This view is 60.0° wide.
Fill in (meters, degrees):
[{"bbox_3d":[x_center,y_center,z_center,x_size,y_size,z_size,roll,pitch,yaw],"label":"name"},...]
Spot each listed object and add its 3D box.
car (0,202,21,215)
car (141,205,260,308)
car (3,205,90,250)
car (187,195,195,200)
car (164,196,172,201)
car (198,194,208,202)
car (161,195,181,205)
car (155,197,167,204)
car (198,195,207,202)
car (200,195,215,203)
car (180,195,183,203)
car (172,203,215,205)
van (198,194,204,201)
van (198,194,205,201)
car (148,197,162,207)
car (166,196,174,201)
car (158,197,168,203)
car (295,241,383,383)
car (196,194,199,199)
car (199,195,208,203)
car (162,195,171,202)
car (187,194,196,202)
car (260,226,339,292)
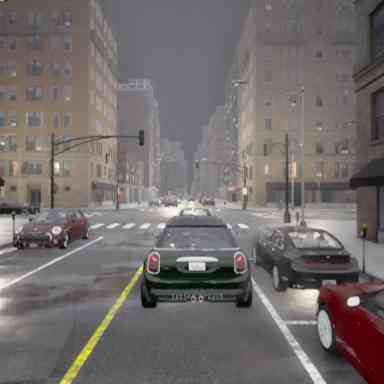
[{"bbox_3d":[-16.315,1.528,30.247,4.718,1.301,1.895,0,0,0],"label":"car"},{"bbox_3d":[0.068,1.354,8.094,2.097,1.767,4.553,0,0,-1],"label":"car"},{"bbox_3d":[-5.815,1.443,14.209,1.967,1.590,4.097,0,0,0],"label":"car"},{"bbox_3d":[-0.259,1.532,90.105,1.994,1.385,4.181,0,0,0],"label":"car"},{"bbox_3d":[-6.082,1.711,85.619,1.802,1.307,4.206,0,0,0],"label":"car"},{"bbox_3d":[2.595,1.587,63.811,1.752,1.417,4.829,0,0,0],"label":"car"},{"bbox_3d":[-3.073,1.583,50.245,2.033,1.411,5.357,0,0,-1],"label":"car"},{"bbox_3d":[-5.929,1.605,63.587,1.887,1.381,4.507,0,0,0],"label":"car"},{"bbox_3d":[2.482,1.550,80.161,1.967,1.590,4.097,0,0,0],"label":"car"},{"bbox_3d":[2.673,1.584,52.627,1.887,1.381,4.507,0,0,0],"label":"car"},{"bbox_3d":[-3.125,1.654,60.063,1.895,1.301,4.718,0,0,0],"label":"car"},{"bbox_3d":[0.137,1.495,15.400,2.128,1.511,4.902,0,0,0],"label":"car"},{"bbox_3d":[2.405,1.493,91.176,1.690,1.788,3.998,0,0,0],"label":"van"},{"bbox_3d":[2.444,1.471,85.670,1.690,1.788,3.998,0,0,0],"label":"van"},{"bbox_3d":[-5.852,1.589,52.571,2.008,1.369,4.403,0,0,0],"label":"car"},{"bbox_3d":[-6.121,1.717,91.127,1.947,1.339,4.313,0,0,0],"label":"car"},{"bbox_3d":[-5.968,1.657,69.095,1.802,1.307,4.206,0,0,0],"label":"car"},{"bbox_3d":[2.683,1.545,3.208,1.887,1.381,4.507,0,0,0],"label":"car"},{"bbox_3d":[2.559,1.391,69.148,2.192,1.841,5.009,0,0,0],"label":"car"},{"bbox_3d":[2.520,1.532,74.655,1.967,1.590,4.097,0,0,0],"label":"car"},{"bbox_3d":[-6.043,1.549,80.111,1.967,1.590,4.097,0,0,0],"label":"car"},{"bbox_3d":[-0.189,1.697,80.130,1.895,1.301,4.718,0,0,0],"label":"car"},{"bbox_3d":[2.697,1.552,8.700,2.008,1.369,4.403,0,0,0],"label":"car"}]
